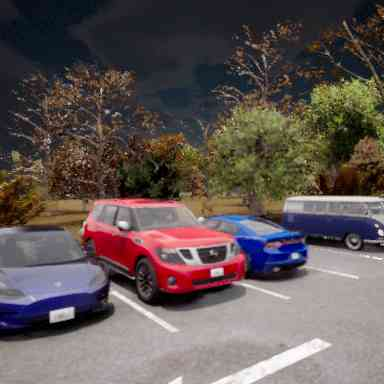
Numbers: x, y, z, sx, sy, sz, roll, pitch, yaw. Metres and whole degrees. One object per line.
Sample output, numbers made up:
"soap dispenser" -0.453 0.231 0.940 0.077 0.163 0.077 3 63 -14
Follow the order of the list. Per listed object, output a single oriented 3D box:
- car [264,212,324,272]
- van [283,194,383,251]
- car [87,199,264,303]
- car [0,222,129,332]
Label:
"car" 1.190 1.473 10.427 2.097 1.535 5.008 0 0 -35
"van" 5.963 1.175 13.682 1.878 1.987 4.442 -1 1 -35
"car" -1.107 1.226 8.766 2.435 2.045 5.566 0 0 -35
"car" -3.407 1.509 7.128 2.163 1.488 4.792 0 0 -35
